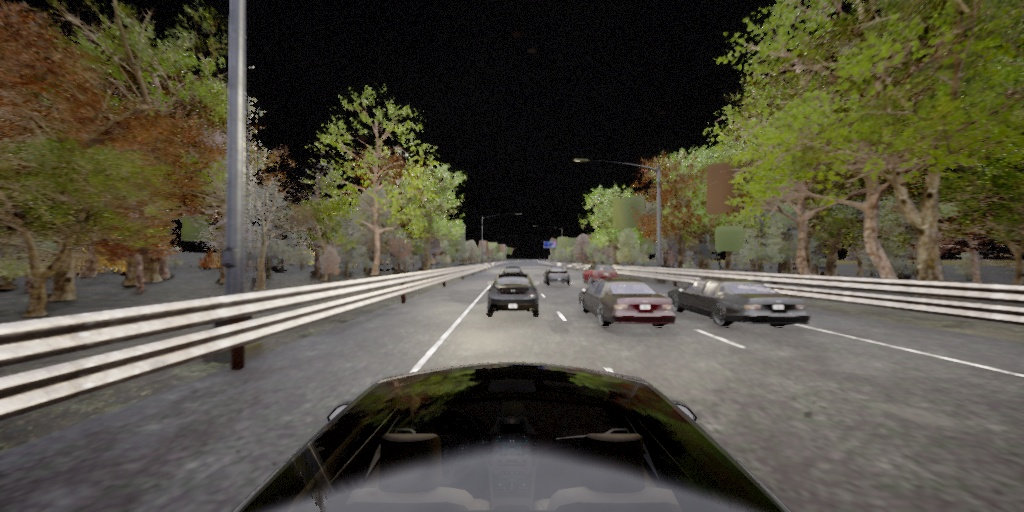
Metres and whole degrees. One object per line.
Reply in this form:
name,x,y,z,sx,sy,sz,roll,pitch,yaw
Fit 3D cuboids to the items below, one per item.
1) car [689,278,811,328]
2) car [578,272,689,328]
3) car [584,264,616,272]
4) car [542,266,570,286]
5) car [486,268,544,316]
car,7.026,1.424,11.943,2.033,1.411,5.357,0,-1,1
car,3.526,1.424,11.950,2.033,1.411,5.357,0,-1,1
car,7.049,1.436,29.023,2.097,1.767,4.553,0,-1,1
car,3.549,1.578,29.114,2.128,1.511,4.902,0,-1,1
car,0.049,1.410,14.143,1.837,1.490,4.892,0,0,1
